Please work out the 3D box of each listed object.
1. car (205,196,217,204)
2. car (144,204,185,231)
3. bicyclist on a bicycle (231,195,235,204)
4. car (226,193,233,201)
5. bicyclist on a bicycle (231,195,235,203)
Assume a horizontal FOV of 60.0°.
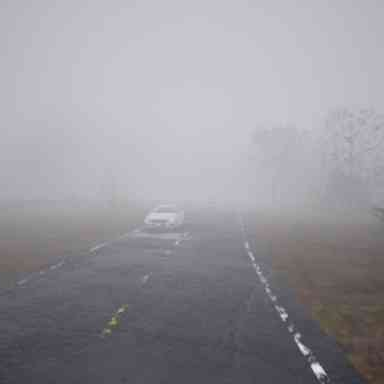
[{"bbox_3d":[3.554,1.449,60.410,1.837,1.490,4.892,0,0,8],"label":"car"},{"bbox_3d":[-1.554,1.497,20.421,1.812,1.442,4.674,0,0,7],"label":"car"},{"bbox_3d":[6.973,1.386,56.533,0.866,1.612,1.509,0,0,7],"label":"bicyclist on a bicycle"},{"bbox_3d":[9.179,1.456,80.605,1.812,1.442,4.674,0,0,7],"label":"car"},{"bbox_3d":[8.005,1.395,64.826,0.582,1.620,1.656,-1,0,7],"label":"bicyclist on a bicycle"}]
